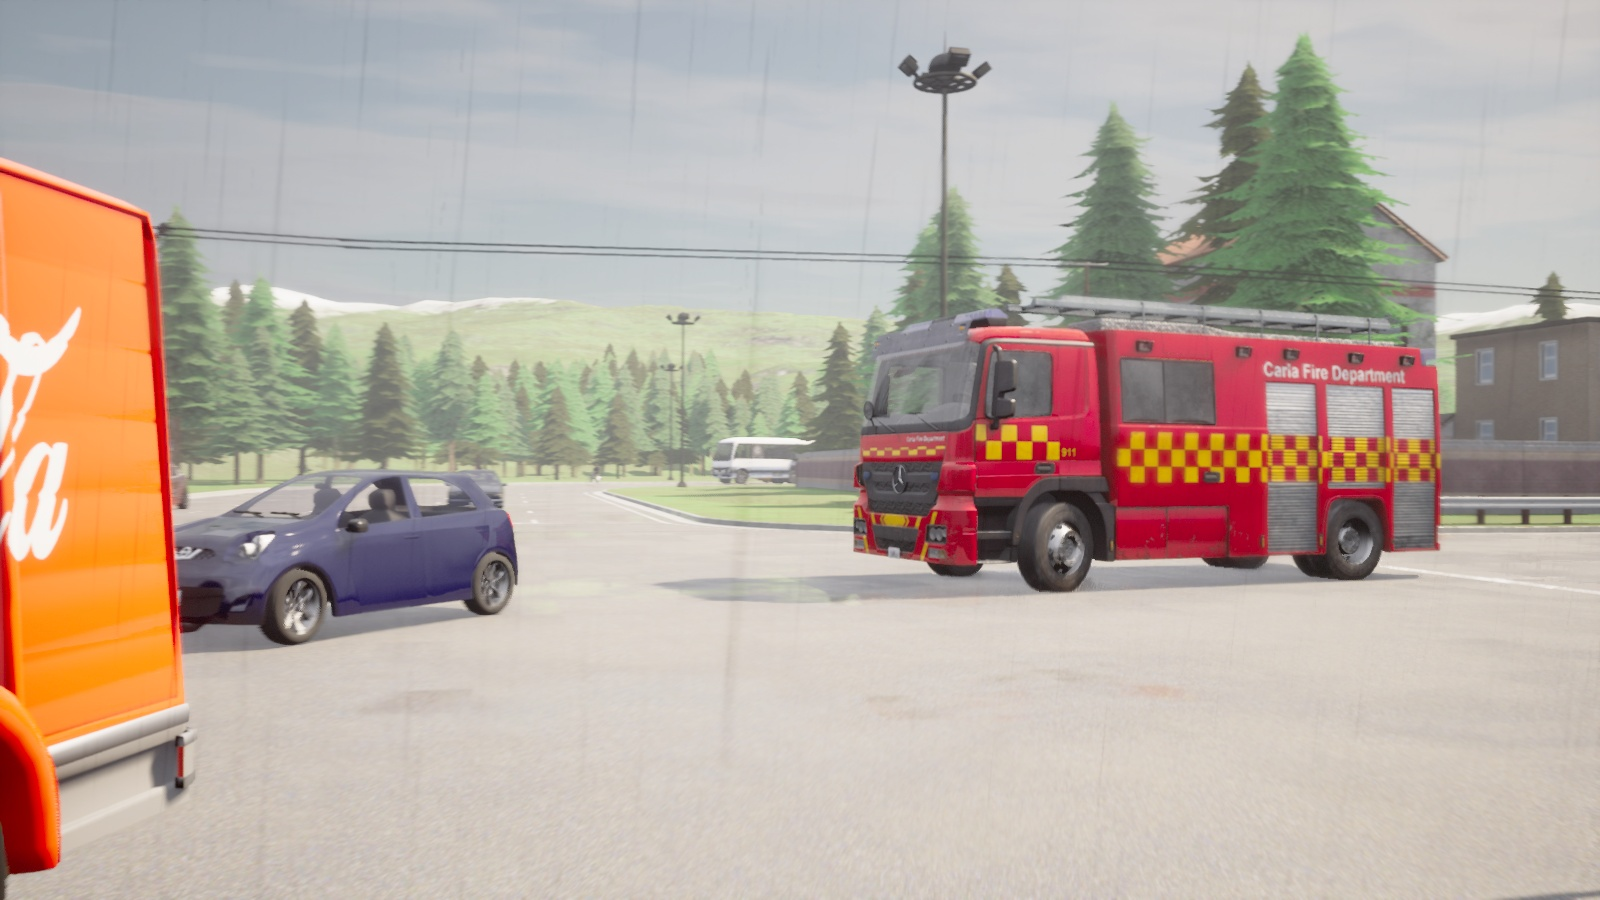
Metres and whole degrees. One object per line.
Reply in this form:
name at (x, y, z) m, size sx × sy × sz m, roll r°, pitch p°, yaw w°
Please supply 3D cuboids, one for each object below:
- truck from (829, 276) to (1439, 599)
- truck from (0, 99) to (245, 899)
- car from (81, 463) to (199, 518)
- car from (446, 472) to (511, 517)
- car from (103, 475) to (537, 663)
truck at (4.858, -0.113, 17.922) m, size 8.468 × 3.827 × 2.891 m, roll 0°, pitch -1°, yaw -24°
truck at (-3.416, 0.352, 1.783) m, size 2.627 × 2.467 × 5.204 m, roll 0°, pitch -1°, yaw 5°
car at (-21.126, 1.251, 40.423) m, size 2.242 × 1.667 × 4.611 m, roll 0°, pitch -1°, yaw -13°
car at (-10.974, 1.476, 43.131) m, size 2.033 × 1.411 × 5.357 m, roll 0°, pitch -1°, yaw -13°
car at (-4.443, 1.001, 12.174) m, size 1.845 × 1.501 × 3.633 m, roll -1°, pitch -1°, yaw 27°
